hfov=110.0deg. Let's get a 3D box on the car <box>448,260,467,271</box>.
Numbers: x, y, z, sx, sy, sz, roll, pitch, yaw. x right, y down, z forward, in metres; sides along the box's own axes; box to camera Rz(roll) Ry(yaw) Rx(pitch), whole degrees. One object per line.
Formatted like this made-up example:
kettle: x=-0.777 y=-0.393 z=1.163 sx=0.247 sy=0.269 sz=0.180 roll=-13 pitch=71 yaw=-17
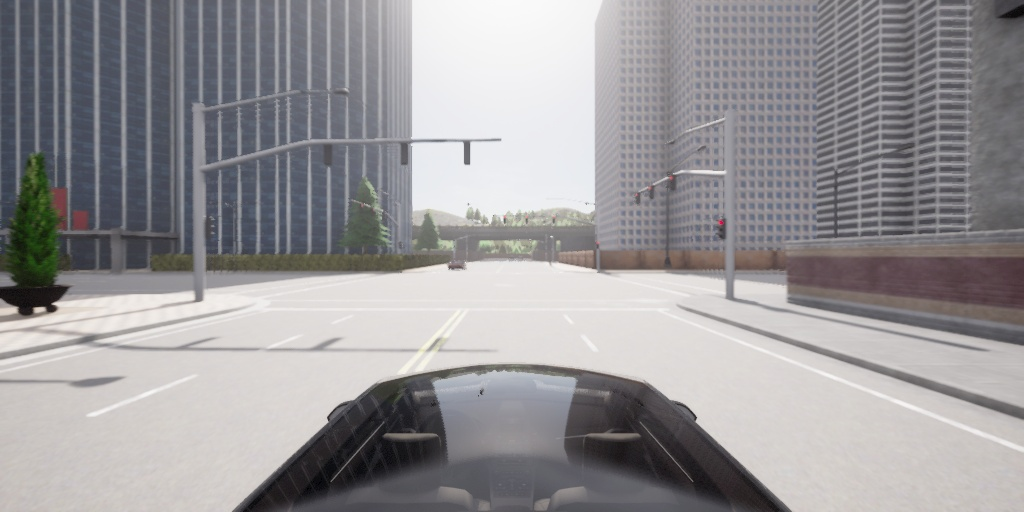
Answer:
car: x=-7.003 y=1.214 z=45.895 sx=1.895 sy=1.301 sz=4.718 roll=0 pitch=0 yaw=0
